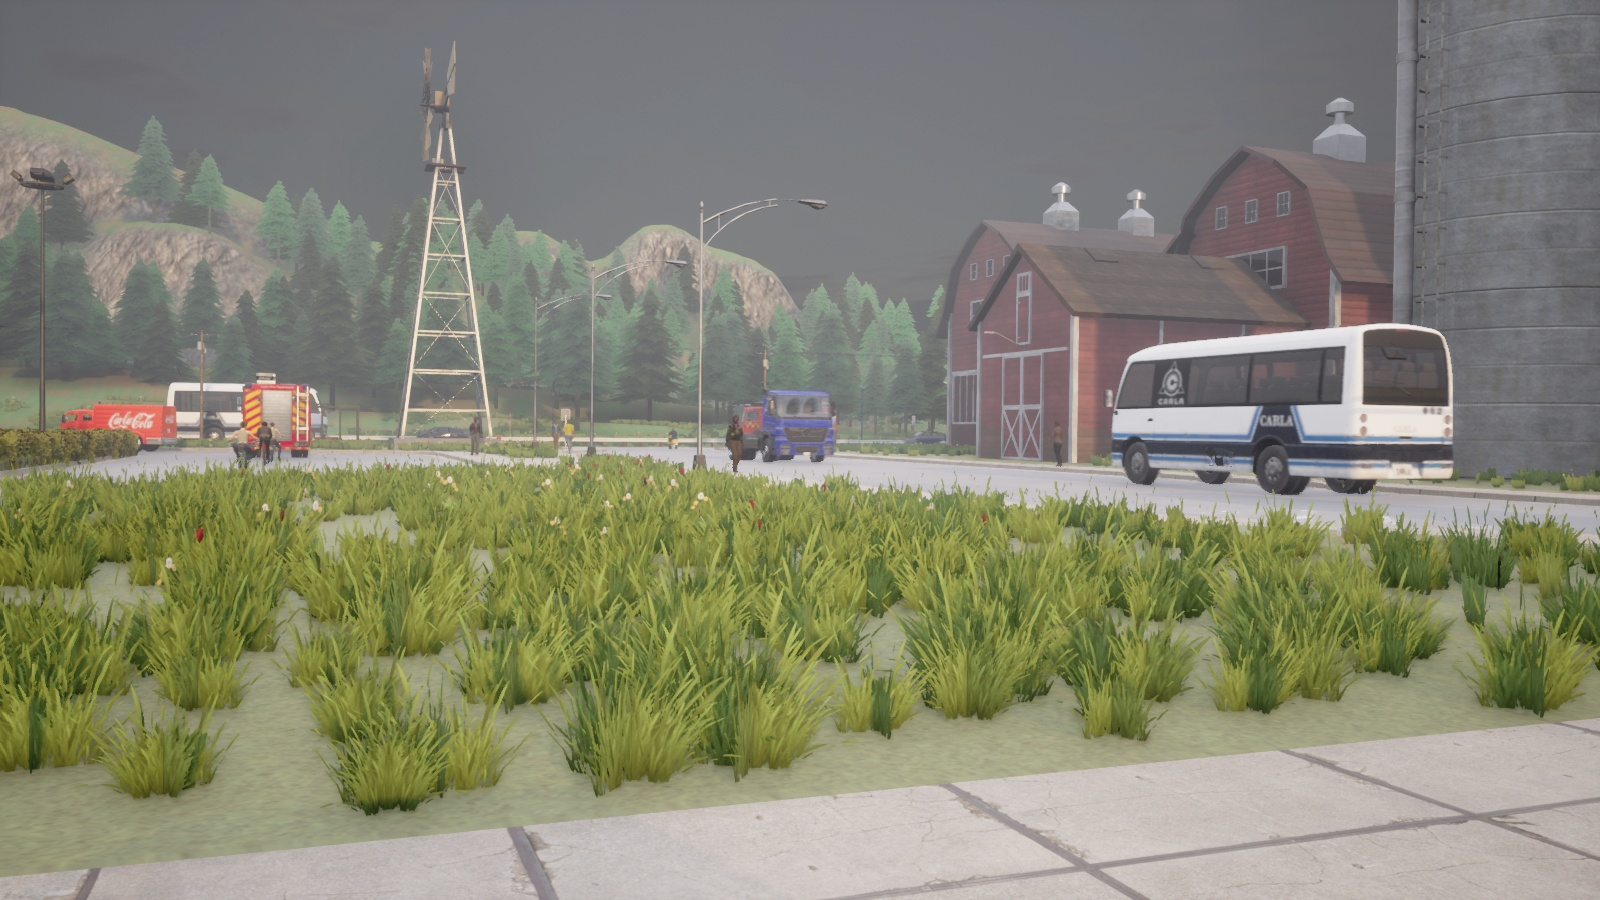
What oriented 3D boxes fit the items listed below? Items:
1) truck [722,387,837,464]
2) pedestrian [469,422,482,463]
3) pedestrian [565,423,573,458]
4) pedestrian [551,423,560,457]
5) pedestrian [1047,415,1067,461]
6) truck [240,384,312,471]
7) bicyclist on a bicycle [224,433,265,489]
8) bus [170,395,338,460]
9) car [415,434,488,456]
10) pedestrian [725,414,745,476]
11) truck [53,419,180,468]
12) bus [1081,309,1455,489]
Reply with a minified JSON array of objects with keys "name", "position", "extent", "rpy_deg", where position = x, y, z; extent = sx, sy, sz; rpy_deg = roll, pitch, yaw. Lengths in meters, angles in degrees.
[{"name":"truck","position":[-1.131,-1.155,60.447],"extent":[2.891,3.462,7.936],"rpy_deg":[-1,1,-21]},{"name":"pedestrian","position":[-15.327,-0.346,59.296],"extent":[0.402,1.930,0.666],"rpy_deg":[-1,1,-26]},{"name":"pedestrian","position":[-12.105,-0.486,65.785],"extent":[0.354,1.836,0.706],"rpy_deg":[-1,1,-16]},{"name":"pedestrian","position":[-14.020,-0.568,72.080],"extent":[0.423,1.949,0.788],"rpy_deg":[-1,1,-5]},{"name":"pedestrian","position":[10.246,-0.471,50.010],"extent":[0.328,1.805,0.869],"rpy_deg":[-1,1,-23]},{"name":"truck","position":[-25.144,-1.072,60.022],"extent":[2.891,3.827,8.468],"rpy_deg":[-1,1,-24]},{"name":"bicyclist on a bicycle","position":[-16.417,0.308,37.135],"extent":[0.866,1.612,1.509],"rpy_deg":[-2,1,-15]},{"name":"bus","position":[-37.192,-1.576,86.019],"extent":[10.273,4.253,3.944],"rpy_deg":[-1,1,-20]},{"name":"car","position":[-25.126,-0.398,90.509],"extent":[4.892,1.490,1.837],"rpy_deg":[-1,1,-20]},{"name":"pedestrian","position":[-2.043,-0.169,39.581],"extent":[0.395,1.930,0.692],"rpy_deg":[-1,1,-22]},{"name":"truck","position":[-35.699,-0.372,65.713],"extent":[5.204,2.467,2.627],"rpy_deg":[-1,1,-8]},{"name":"bus","position":[12.510,-1.286,35.155],"extent":[3.944,4.253,10.273],"rpy_deg":[-1,1,-21]}]
